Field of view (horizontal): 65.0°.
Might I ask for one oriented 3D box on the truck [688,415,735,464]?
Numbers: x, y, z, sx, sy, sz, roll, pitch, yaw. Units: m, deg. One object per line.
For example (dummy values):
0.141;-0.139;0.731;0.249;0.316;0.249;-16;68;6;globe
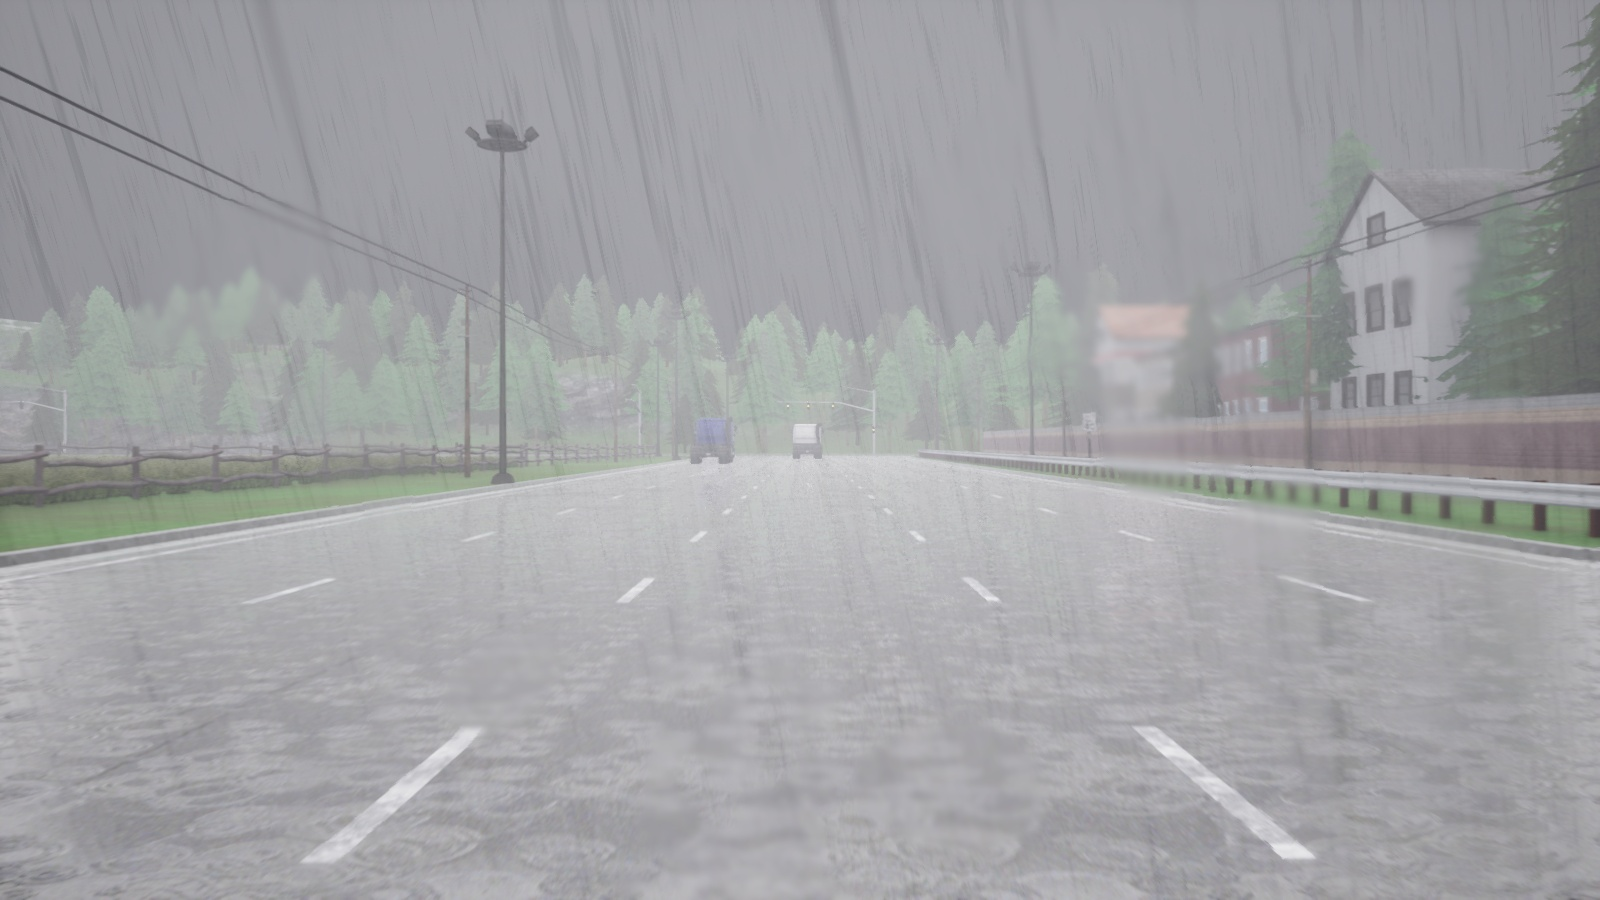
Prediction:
-6.461;-0.760;92.664;2.891;3.462;7.936;0;0;0;truck
